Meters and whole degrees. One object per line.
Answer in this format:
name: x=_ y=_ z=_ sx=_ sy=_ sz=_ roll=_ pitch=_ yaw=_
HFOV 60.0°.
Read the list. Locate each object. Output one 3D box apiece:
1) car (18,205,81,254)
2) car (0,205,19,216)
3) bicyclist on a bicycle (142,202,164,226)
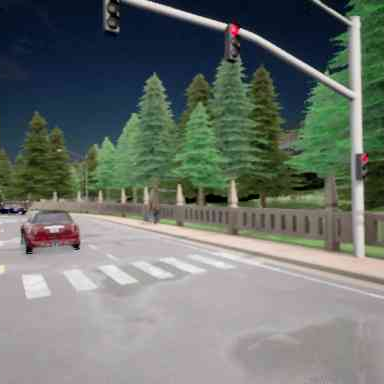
car: x=-6.497 y=1.576 z=15.078 sx=2.097 sy=1.767 sz=4.553 roll=-1 pitch=-1 yaw=-29
car: x=-23.367 y=2.335 z=43.180 sx=4.718 sy=1.301 sz=1.895 roll=-1 pitch=-1 yaw=36
bicyclist on a bicycle: x=-2.743 y=1.530 z=23.297 sx=1.656 sy=1.620 sz=0.582 roll=-1 pitch=0 yaw=-30
